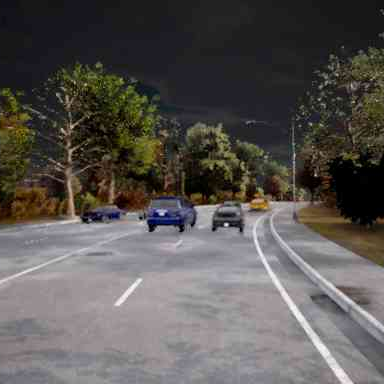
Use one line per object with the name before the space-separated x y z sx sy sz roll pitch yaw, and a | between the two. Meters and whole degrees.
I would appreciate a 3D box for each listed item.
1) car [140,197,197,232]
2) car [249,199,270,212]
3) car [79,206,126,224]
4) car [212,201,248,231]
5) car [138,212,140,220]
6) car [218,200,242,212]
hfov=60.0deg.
car | -1.155 1.331 21.196 2.150 2.045 5.566 -1 0 11
car | 8.413 1.593 41.253 1.882 1.535 5.008 -1 0 21
car | -7.211 1.820 27.270 1.895 1.301 4.718 -1 -1 13
car | 2.397 1.582 21.047 1.837 1.490 4.892 -1 0 11
car | -3.117 1.758 29.161 1.994 1.385 4.181 -1 -1 15
car | 4.882 1.755 41.777 1.994 1.385 4.181 -1 -1 21
